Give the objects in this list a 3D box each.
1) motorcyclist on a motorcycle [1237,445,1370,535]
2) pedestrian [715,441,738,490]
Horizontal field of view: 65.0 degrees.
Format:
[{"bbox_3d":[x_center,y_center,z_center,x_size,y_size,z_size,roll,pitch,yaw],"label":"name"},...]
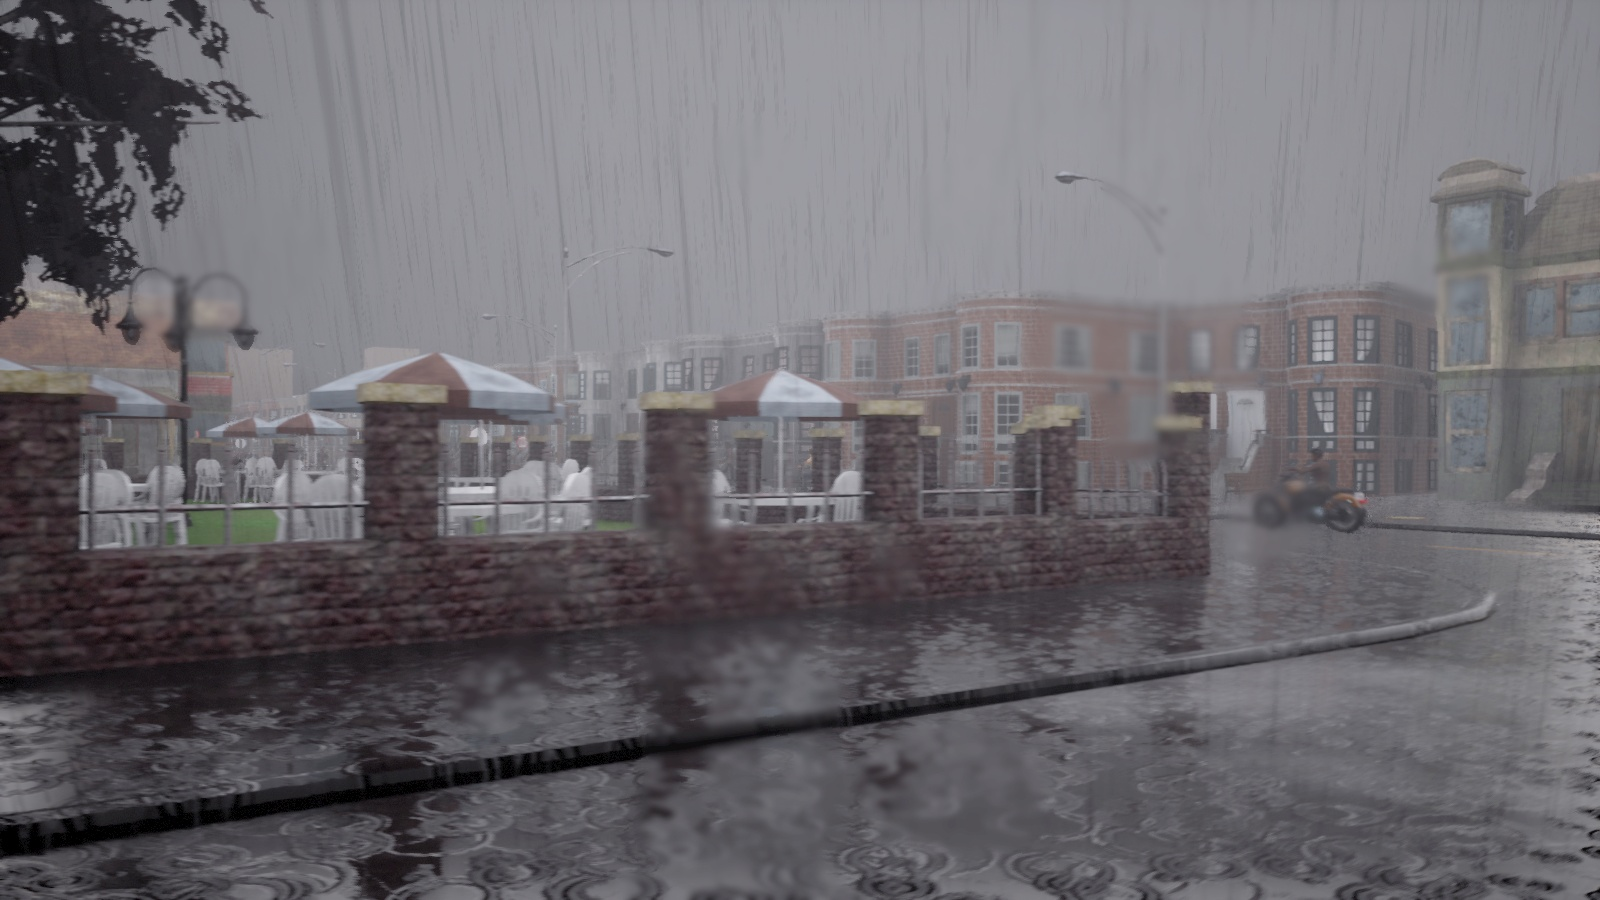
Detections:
[{"bbox_3d":[9.685,0.734,24.250,0.766,1.649,2.350,0,0,-34],"label":"motorcyclist on a motorcycle"},{"bbox_3d":[-2.740,0.575,46.745,0.869,1.805,0.328,0,0,-6],"label":"pedestrian"}]
